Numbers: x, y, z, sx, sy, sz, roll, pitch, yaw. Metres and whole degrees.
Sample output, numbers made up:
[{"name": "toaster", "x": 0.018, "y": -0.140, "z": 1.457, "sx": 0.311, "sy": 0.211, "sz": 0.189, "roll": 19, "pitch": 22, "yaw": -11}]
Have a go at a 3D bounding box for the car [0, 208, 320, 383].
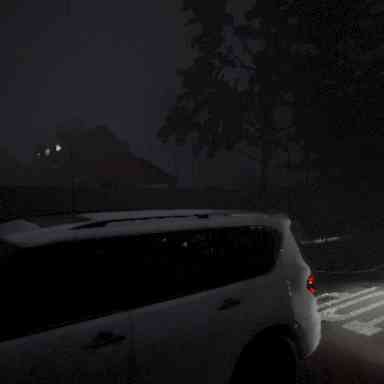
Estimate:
[{"name": "car", "x": -1.104, "y": 1.225, "z": 3.171, "sx": 5.566, "sy": 2.045, "sz": 2.150, "roll": 1, "pitch": 0, "yaw": -35}]
